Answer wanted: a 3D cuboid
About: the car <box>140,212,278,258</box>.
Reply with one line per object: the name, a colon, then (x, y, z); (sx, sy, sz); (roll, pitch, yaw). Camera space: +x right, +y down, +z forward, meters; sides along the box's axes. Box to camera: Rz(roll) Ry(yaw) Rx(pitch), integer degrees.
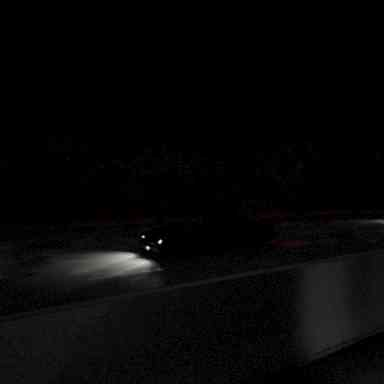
car: (0.798, 1.489, 12.585); (5.357, 1.411, 2.033); (0, 0, -31)
